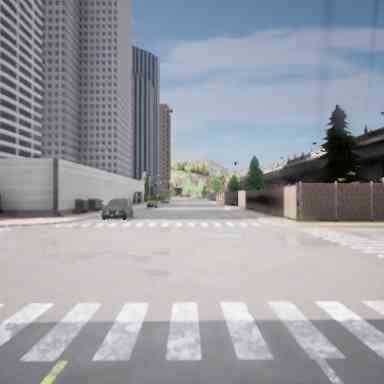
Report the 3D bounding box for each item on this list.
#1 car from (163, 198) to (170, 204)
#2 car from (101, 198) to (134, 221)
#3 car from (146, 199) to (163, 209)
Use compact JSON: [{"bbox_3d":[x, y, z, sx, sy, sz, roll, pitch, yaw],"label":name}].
[{"bbox_3d":[-6.967,2.309,86.968,2.097,1.767,4.553,0,-1,0],"label":"car"},{"bbox_3d":[-6.988,1.683,31.800,2.150,2.045,5.566,0,1,0],"label":"car"},{"bbox_3d":[-6.978,2.214,59.515,2.033,1.411,5.357,0,0,0],"label":"car"}]
